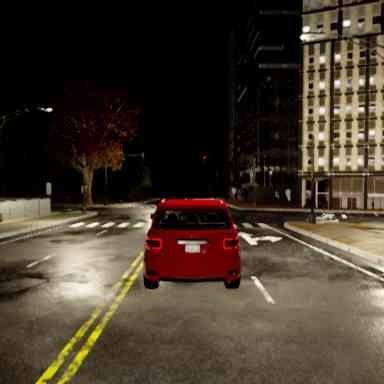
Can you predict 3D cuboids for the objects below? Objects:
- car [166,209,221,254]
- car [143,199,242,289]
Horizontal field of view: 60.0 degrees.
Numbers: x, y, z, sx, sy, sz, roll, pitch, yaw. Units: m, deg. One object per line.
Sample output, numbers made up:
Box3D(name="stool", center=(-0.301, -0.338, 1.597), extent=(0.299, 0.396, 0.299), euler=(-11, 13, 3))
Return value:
Box3D(name="car", center=(0.062, 1.535, 14.154), extent=(1.994, 1.385, 4.181), euler=(0, 0, 0))
Box3D(name="car", center=(-0.023, 1.202, 9.214), extent=(2.150, 2.045, 5.566), euler=(0, 0, -1))
